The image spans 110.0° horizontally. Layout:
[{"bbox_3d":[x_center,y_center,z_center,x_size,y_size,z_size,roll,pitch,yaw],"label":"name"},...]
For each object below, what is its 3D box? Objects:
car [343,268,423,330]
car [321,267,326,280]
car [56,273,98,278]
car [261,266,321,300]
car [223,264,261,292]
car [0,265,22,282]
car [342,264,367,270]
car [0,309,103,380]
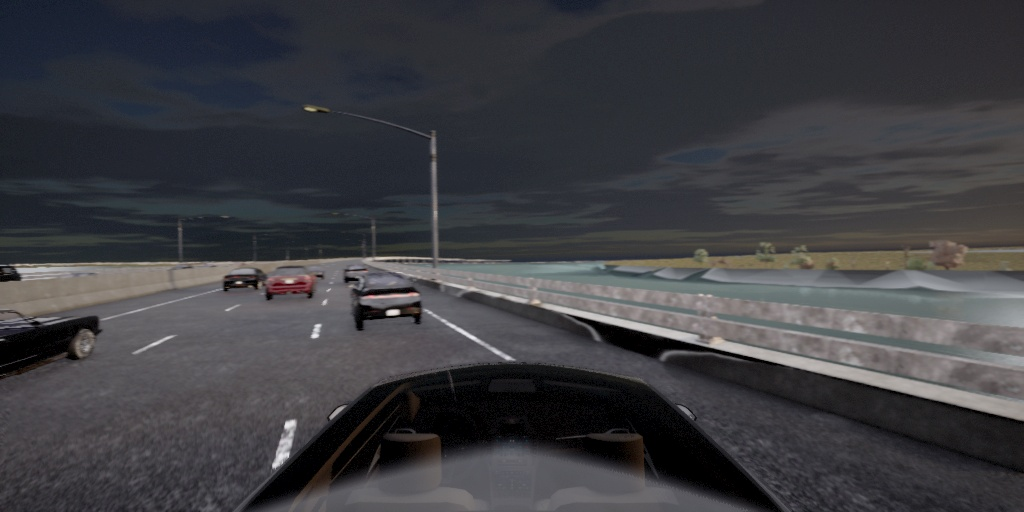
[{"bbox_3d":[-4.227,1.307,11.714,2.128,1.511,4.902,-1,0,-26],"label":"car"},{"bbox_3d":[-19.343,1.668,35.097,1.895,1.301,4.718,-1,0,-25],"label":"car"},{"bbox_3d":[-30.296,1.875,25.076,1.994,1.385,4.181,-1,0,-25],"label":"car"},{"bbox_3d":[-12.034,1.307,19.800,2.097,1.767,4.553,-1,0,-26],"label":"car"},{"bbox_3d":[-18.385,1.550,24.947,1.882,1.535,5.008,-1,0,-26],"label":"car"},{"bbox_3d":[-32.348,1.583,21.225,2.150,2.045,5.566,-1,0,-25],"label":"car"},{"bbox_3d":[-12.759,1.440,29.406,2.128,1.511,4.902,-1,0,-26],"label":"car"},{"bbox_3d":[-9.111,1.527,5.764,1.895,1.301,4.718,-1,0,-26],"label":"car"}]
